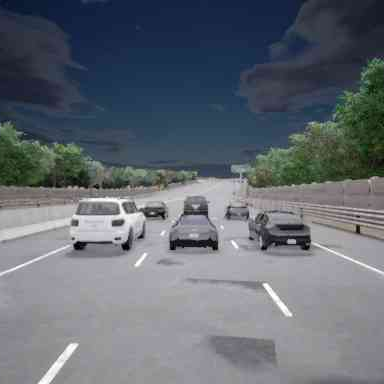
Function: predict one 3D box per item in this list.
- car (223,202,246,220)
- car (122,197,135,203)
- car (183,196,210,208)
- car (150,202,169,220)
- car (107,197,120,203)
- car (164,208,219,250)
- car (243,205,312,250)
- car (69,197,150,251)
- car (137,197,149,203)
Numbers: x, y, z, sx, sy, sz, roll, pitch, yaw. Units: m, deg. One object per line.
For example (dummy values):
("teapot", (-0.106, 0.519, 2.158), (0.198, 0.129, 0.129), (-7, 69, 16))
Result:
("car", (3.872, 1.586, 29.145), (2.128, 1.511, 4.902), (0, 0, 1))
("car", (-14.922, 1.801, 78.025), (1.812, 1.442, 4.674), (0, 0, 4))
("car", (0.373, 1.347, 29.263), (2.150, 2.045, 5.566), (0, 0, 1))
("car", (-3.126, 1.573, 29.321), (1.882, 1.535, 5.008), (0, 0, 1))
("car", (-18.416, 1.869, 78.233), (1.895, 1.301, 4.718), (0, 0, 4))
("car", (0.092, 1.594, 14.344), (1.994, 1.385, 4.181), (0, 0, 1))
("car", (3.592, 1.538, 14.300), (1.837, 1.490, 4.892), (0, 0, 1))
("car", (-3.407, 1.279, 14.417), (2.150, 2.045, 5.566), (0, 0, 1))
("car", (-11.430, 1.832, 77.786), (1.994, 1.385, 4.181), (0, 0, 4))
